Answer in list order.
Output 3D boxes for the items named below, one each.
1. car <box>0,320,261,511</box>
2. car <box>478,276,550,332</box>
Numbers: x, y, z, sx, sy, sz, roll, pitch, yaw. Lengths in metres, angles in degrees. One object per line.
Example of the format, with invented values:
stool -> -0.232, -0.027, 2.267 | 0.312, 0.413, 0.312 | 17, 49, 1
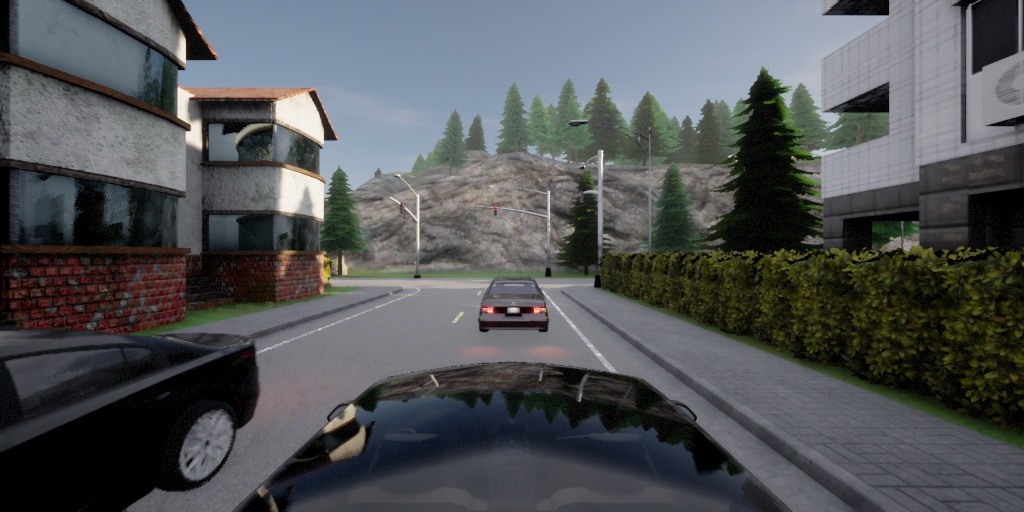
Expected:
car -> -3.608, 1.227, 1.721 | 1.882, 1.535, 5.008 | 0, 0, 0
car -> 0.055, 1.301, 10.804 | 2.033, 1.411, 5.357 | 0, 0, 1
